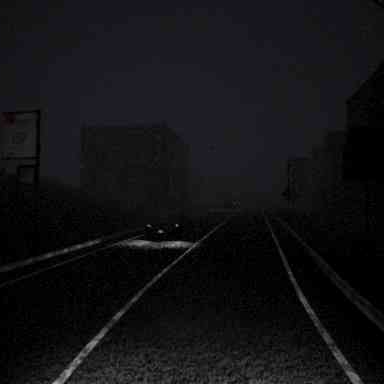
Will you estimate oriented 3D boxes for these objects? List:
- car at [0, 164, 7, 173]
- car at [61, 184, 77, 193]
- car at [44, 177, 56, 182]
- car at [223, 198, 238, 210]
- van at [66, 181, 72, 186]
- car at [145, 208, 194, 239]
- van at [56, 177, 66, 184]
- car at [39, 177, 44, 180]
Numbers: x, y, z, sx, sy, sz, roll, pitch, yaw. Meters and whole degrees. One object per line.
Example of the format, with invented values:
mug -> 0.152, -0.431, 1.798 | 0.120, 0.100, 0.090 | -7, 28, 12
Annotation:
car -> -24.389, -2.910, 39.519 | 2.435, 2.045, 5.566 | 0, -2, 0
car -> -26.809, -0.748, 72.604 | 2.163, 1.488, 4.792 | 1, -4, -7
car -> -25.129, -1.774, 56.055 | 2.002, 1.452, 4.674 | 0, -3, -4
car -> 6.901, 2.030, 59.137 | 2.150, 2.045, 5.566 | 0, -1, 11
van -> -26.146, -1.358, 67.213 | 1.878, 1.987, 4.442 | 0, -4, -6
car -> -1.055, 1.622, 17.990 | 1.812, 1.442, 4.674 | 0, -1, 11
van -> -25.572, -1.705, 61.714 | 1.878, 1.987, 4.442 | 0, -3, -5
car -> -24.777, -2.078, 50.532 | 2.002, 1.452, 4.674 | 0, -3, -3
